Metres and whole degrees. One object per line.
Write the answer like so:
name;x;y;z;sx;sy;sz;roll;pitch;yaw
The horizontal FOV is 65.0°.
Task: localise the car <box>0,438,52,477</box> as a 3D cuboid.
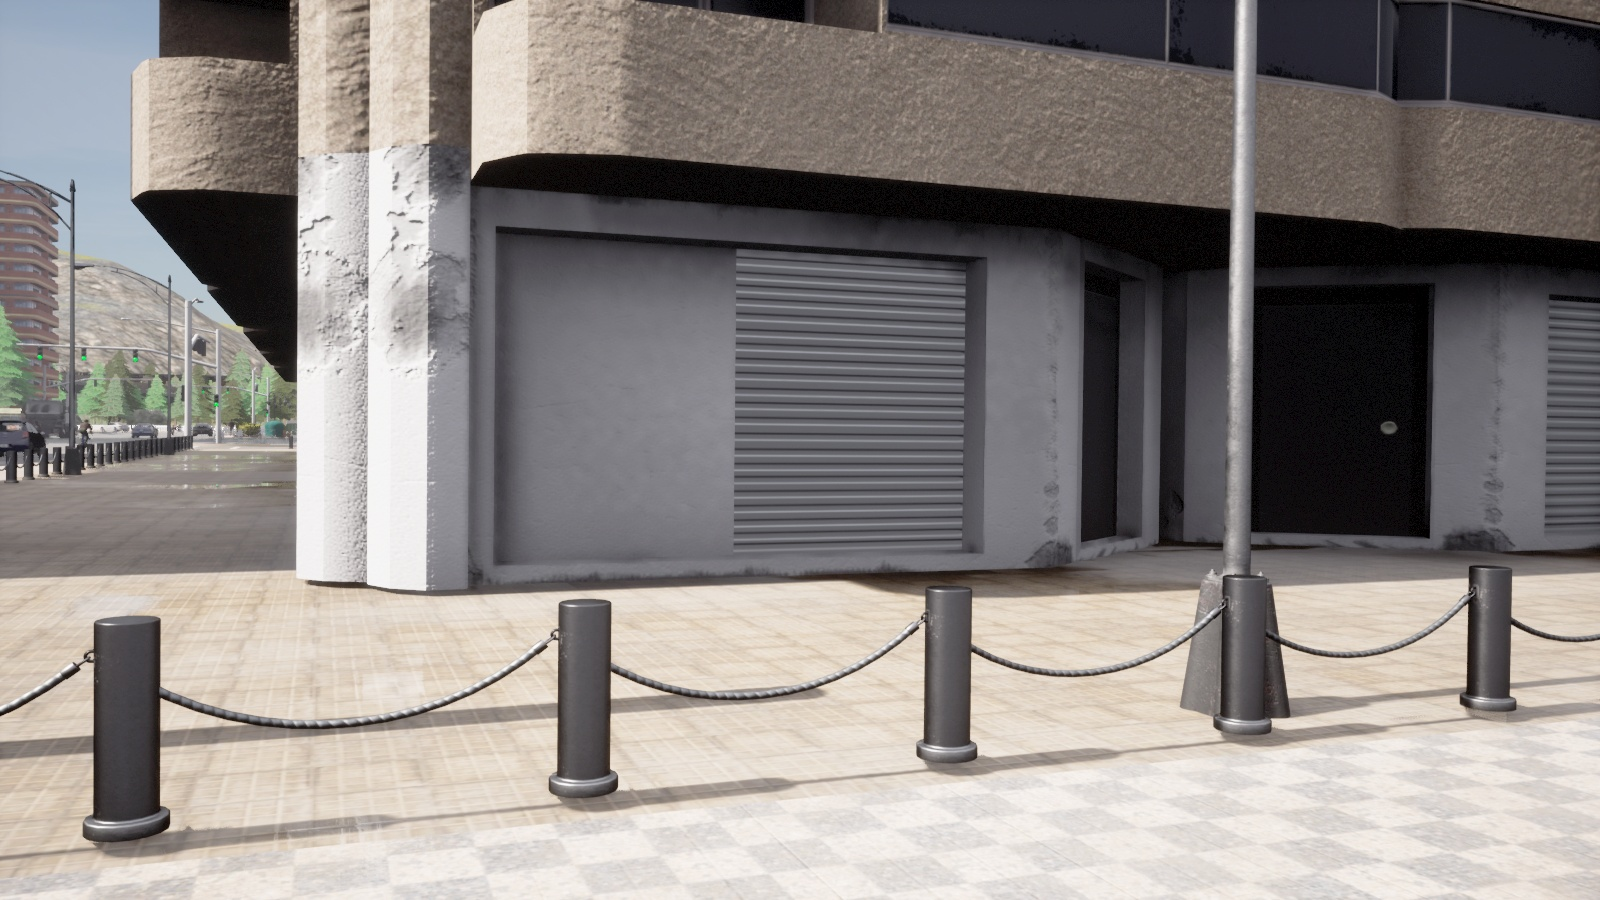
car;-31.457;0.276;50.391;1.845;1.501;3.633;-1;1;-21
